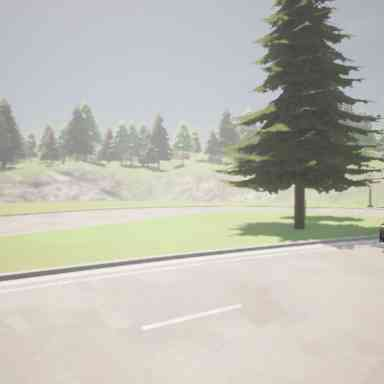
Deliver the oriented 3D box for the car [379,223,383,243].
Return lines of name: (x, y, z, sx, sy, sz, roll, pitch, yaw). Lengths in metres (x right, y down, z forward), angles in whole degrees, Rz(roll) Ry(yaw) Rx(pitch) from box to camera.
car: (9.231, 1.463, 12.569, 4.902, 1.511, 2.128, 0, 0, -27)
